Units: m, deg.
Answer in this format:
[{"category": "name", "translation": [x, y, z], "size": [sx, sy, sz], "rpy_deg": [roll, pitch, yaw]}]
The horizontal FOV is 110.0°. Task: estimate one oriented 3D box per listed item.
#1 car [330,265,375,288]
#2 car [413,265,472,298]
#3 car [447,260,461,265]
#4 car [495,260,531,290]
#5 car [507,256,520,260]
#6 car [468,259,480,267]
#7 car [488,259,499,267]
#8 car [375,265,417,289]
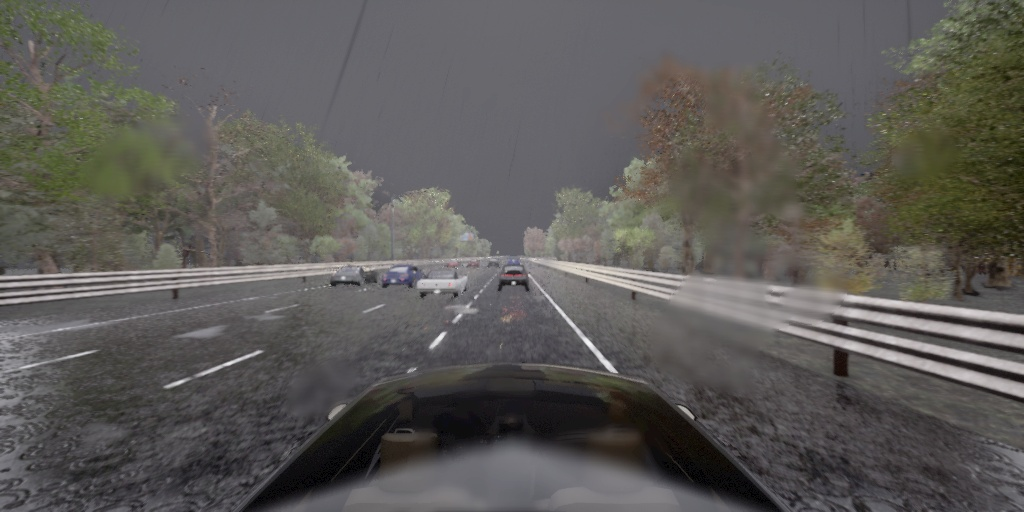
[{"category": "car", "translation": [-10.397, 1.312, 24.114], "size": [1.994, 1.385, 4.181], "rpy_deg": [0, 0, 0]}, {"category": "car", "translation": [-3.416, 1.348, 18.583], "size": [1.895, 1.301, 4.718], "rpy_deg": [0, 0, 0]}, {"category": "car", "translation": [-10.199, 1.314, 63.545], "size": [1.994, 1.385, 4.181], "rpy_deg": [0, 0, 0]}, {"category": "car", "translation": [0.099, 1.253, 22.617], "size": [1.837, 1.490, 4.892], "rpy_deg": [0, 1, 0]}, {"category": "car", "translation": [0.307, 0.971, 64.334], "size": [2.150, 2.045, 5.566], "rpy_deg": [0, 0, 0]}, {"category": "car", "translation": [-6.696, 1.275, 63.729], "size": [1.812, 1.442, 4.674], "rpy_deg": [0, 0, 0]}, {"category": "car", "translation": [-3.190, 1.226, 64.659], "size": [1.882, 1.535, 5.008], "rpy_deg": [0, 0, 0]}, {"category": "car", "translation": [-6.899, 1.273, 23.186], "size": [1.812, 1.442, 4.674], "rpy_deg": [0, 0, 0]}]
